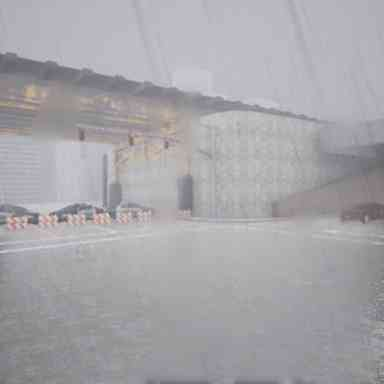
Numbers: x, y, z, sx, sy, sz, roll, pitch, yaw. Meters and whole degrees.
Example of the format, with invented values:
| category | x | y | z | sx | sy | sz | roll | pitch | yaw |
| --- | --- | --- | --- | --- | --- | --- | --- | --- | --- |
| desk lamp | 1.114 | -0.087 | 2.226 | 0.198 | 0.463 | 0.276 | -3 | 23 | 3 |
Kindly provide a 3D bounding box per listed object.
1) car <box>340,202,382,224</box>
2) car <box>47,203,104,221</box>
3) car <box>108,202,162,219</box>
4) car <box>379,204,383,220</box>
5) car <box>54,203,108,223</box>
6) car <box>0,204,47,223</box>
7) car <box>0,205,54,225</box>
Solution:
| category | x | y | z | sx | sy | sz | roll | pitch | yaw |
| --- | --- | --- | --- | --- | --- | --- | --- | --- | --- |
| car | 13.438 | 1.535 | 25.681 | 5.008 | 1.535 | 1.882 | 0 | 0 | -34 |
| car | -9.329 | 1.536 | 27.000 | 1.853 | 1.218 | 4.536 | -1 | 0 | 21 |
| car | -5.309 | 1.530 | 30.511 | 4.536 | 1.218 | 1.853 | 0 | 0 | -4 |
| car | 15.060 | 1.624 | 22.552 | 4.718 | 1.301 | 1.895 | 0 | 0 | -34 |
| car | -9.346 | 1.694 | 26.951 | 2.038 | 1.542 | 4.974 | -1 | 0 | 21 |
| car | -13.271 | 1.549 | 24.463 | 4.536 | 1.218 | 1.853 | -1 | 0 | 11 |
| car | -13.218 | 1.706 | 24.452 | 4.974 | 1.542 | 2.038 | -1 | 0 | 11 |
